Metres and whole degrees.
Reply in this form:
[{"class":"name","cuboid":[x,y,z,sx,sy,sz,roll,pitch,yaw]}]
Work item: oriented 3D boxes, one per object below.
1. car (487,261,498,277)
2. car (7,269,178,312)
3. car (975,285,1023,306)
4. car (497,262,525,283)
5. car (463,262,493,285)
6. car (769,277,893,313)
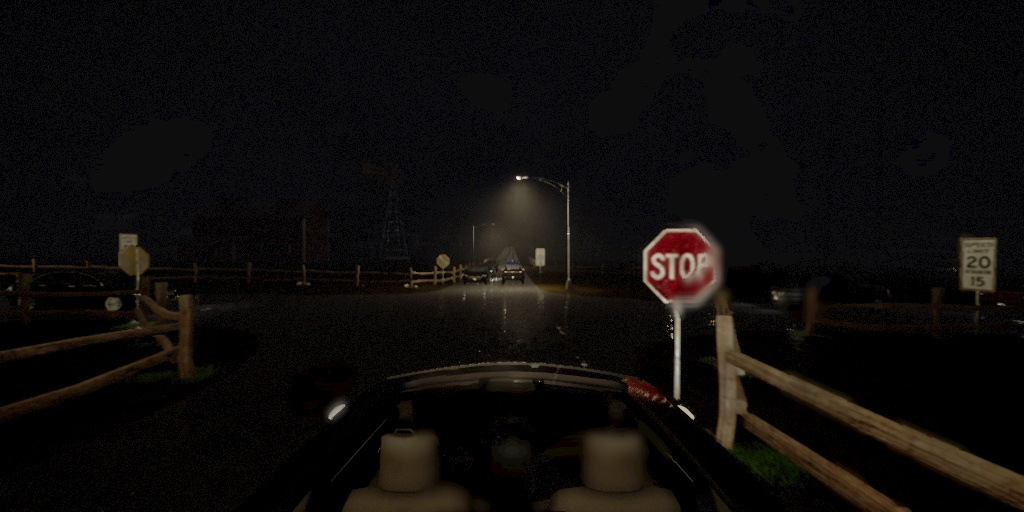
[{"class":"car","cuboid":[-2.852,1.523,40.507,1.837,1.490,4.892,0,0,0]},{"class":"car","cuboid":[-15.250,1.235,13.221,4.892,1.490,1.837,1,1,-2]},{"class":"car","cuboid":[24.025,1.885,16.007,4.718,1.301,1.895,1,1,0]},{"class":"car","cuboid":[0.085,1.528,31.458,2.128,1.511,4.902,0,0,0]},{"class":"car","cuboid":[-2.857,1.508,29.873,1.882,1.535,5.008,0,0,0]},{"class":"car","cuboid":[14.163,1.649,16.032,4.674,1.442,1.812,1,1,0]}]
